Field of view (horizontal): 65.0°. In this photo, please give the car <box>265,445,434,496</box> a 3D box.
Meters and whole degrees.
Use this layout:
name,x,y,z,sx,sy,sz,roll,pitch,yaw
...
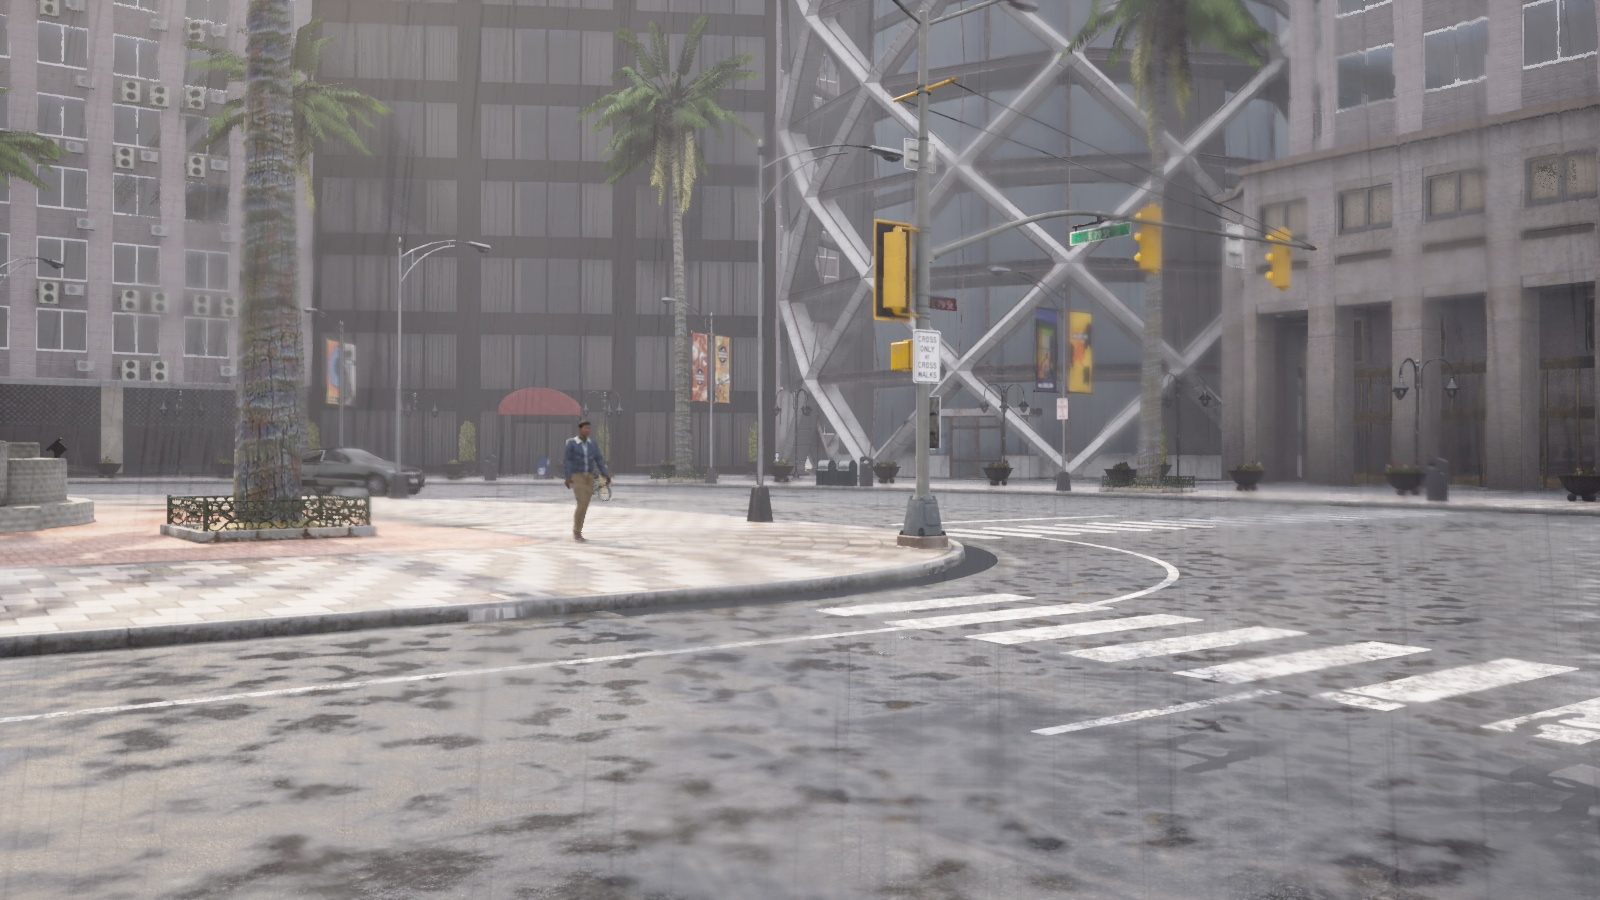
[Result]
name,x,y,z,sx,sy,sz,roll,pitch,yaw
car,-15.159,0.659,42.340,5.027,1.651,2.152,0,0,14

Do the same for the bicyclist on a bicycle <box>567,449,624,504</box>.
name,x,y,z,sx,sy,sz,roll,pitch,yaw
bicyclist on a bicycle,-6.169,0.787,37.840,1.509,1.612,0.866,0,1,36

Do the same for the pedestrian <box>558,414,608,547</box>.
name,x,y,z,sx,sy,sz,roll,pitch,yaw
pedestrian,-3.261,0.455,18.855,0.423,1.949,0.788,0,0,-36
